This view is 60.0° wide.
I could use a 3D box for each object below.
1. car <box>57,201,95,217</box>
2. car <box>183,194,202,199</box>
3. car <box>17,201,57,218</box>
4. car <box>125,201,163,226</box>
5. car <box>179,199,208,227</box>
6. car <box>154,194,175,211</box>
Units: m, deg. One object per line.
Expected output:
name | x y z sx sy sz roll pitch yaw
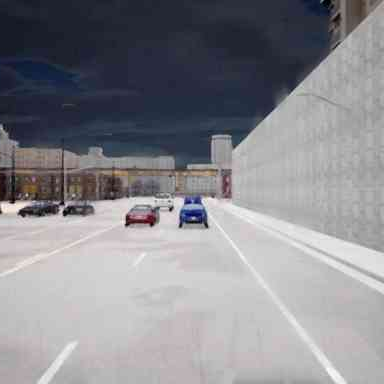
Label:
car | -10.600 1.572 31.296 1.994 1.385 4.181 0 0 0
car | 0.092 1.231 40.995 2.150 2.045 5.566 0 0 0
car | -14.103 1.555 31.029 2.033 1.411 5.357 0 0 0
car | -3.406 1.569 23.374 1.994 1.385 4.181 0 0 0
car | 0.097 1.483 23.076 1.882 1.535 5.008 0 0 0
car | -3.413 1.231 41.173 2.150 2.045 5.566 0 0 0
